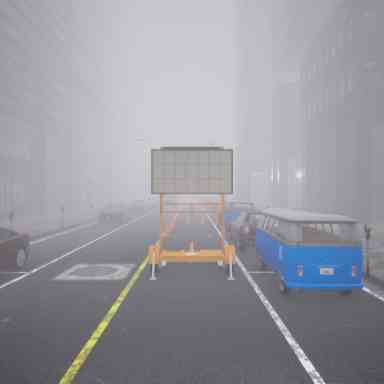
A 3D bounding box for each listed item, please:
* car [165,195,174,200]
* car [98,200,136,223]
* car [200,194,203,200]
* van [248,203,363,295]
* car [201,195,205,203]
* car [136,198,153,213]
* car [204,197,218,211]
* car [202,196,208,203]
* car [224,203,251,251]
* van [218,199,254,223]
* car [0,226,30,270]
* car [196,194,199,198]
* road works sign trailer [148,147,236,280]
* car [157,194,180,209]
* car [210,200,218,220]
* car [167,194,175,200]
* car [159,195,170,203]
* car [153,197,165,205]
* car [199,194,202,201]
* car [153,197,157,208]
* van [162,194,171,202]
[{"bbox_3d":[-5.834,1.481,87.196,1.947,1.339,4.313,1,0,0],"label":"car"},{"bbox_3d":[-5.844,1.539,25.327,1.887,1.381,4.507,1,0,0],"label":"car"},{"bbox_3d":[2.687,1.515,53.453,1.887,1.381,4.507,1,0,0],"label":"car"},{"bbox_3d":[2.680,1.341,8.455,1.690,1.788,3.998,1,0,0],"label":"van"},{"bbox_3d":[2.685,1.522,47.828,1.887,1.381,4.507,1,0,0],"label":"car"},{"bbox_3d":[-5.842,1.538,36.575,2.008,1.369,4.403,1,0,0],"label":"car"},{"bbox_3d":[2.683,1.538,36.579,2.008,1.369,4.403,1,0,0],"label":"car"},{"bbox_3d":[2.684,1.527,42.204,1.887,1.381,4.507,1,0,0],"label":"car"},{"bbox_3d":[2.680,1.440,14.080,1.967,1.590,4.097,1,0,0],"label":"car"},{"bbox_3d":[2.682,1.338,19.705,1.690,1.788,3.998,1,0,0],"label":"van"},{"bbox_3d":[-5.848,1.545,8.453,1.887,1.381,4.507,1,0,0],"label":"car"},{"bbox_3d":[2.691,1.470,81.577,1.887,1.381,4.507,1,0,0],"label":"car"},{"bbox_3d":[0.003,0.464,9.916,2.380,3.560,2.880,0,0,0],"label":"road works sign trailer"},{"bbox_3d":[-3.088,1.202,44.878,2.150,2.045,5.566,0,0,0],"label":"car"},{"bbox_3d":[2.681,1.545,25.330,2.008,1.369,4.403,1,0,0],"label":"car"},{"bbox_3d":[-5.831,1.345,92.820,1.967,1.590,4.097,1,0,0],"label":"car"},{"bbox_3d":[-5.835,1.385,70.322,1.967,1.590,4.097,1,0,0],"label":"car"},{"bbox_3d":[-5.839,1.545,59.074,1.802,1.307,4.206,1,0,0],"label":"car"},{"bbox_3d":[2.687,1.508,59.078,1.887,1.381,4.507,1,0,0],"label":"car"},{"bbox_3d":[-5.840,1.502,47.654,1.752,1.417,4.829,1,0,0],"label":"car"},{"bbox_3d":[-5.833,1.276,75.947,1.690,1.788,3.998,1,0,0],"label":"van"}]
